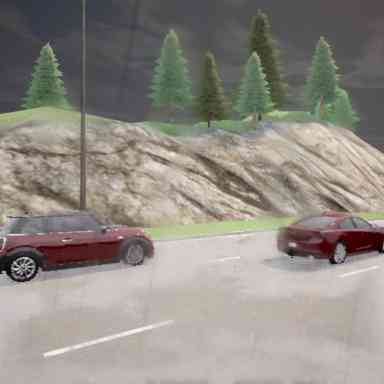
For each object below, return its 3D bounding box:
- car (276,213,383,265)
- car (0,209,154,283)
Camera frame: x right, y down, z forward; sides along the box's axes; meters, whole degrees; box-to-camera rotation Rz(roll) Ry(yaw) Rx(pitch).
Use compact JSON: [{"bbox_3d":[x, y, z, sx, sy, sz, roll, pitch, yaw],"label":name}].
[{"bbox_3d":[5.118,1.477,11.711,5.008,1.535,1.882,0,0,-36],"label":"car"},{"bbox_3d":[-3.416,1.352,9.913,4.553,1.767,2.097,0,0,-36],"label":"car"}]
